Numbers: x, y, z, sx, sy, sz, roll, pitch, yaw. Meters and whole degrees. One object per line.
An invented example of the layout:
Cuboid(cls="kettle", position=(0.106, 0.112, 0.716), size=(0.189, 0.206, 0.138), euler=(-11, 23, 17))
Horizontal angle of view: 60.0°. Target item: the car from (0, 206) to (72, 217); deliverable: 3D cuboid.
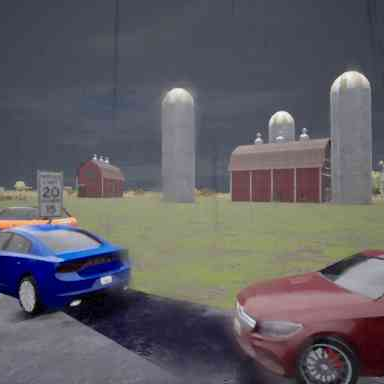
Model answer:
Cuboid(cls="car", position=(-7.000, 1.366, 13.759), size=(4.553, 1.767, 2.097), euler=(0, 0, 17))

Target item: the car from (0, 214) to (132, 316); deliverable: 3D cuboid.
Cuboid(cls="car", position=(-3.579, 1.481, 7.627), size=(5.008, 1.535, 1.882), euler=(0, 0, 36))

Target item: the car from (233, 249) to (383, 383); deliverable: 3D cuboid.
Cuboid(cls="car", position=(2.925, 1.555, 4.626), size=(4.674, 1.442, 1.812), euler=(1, 0, -6))
